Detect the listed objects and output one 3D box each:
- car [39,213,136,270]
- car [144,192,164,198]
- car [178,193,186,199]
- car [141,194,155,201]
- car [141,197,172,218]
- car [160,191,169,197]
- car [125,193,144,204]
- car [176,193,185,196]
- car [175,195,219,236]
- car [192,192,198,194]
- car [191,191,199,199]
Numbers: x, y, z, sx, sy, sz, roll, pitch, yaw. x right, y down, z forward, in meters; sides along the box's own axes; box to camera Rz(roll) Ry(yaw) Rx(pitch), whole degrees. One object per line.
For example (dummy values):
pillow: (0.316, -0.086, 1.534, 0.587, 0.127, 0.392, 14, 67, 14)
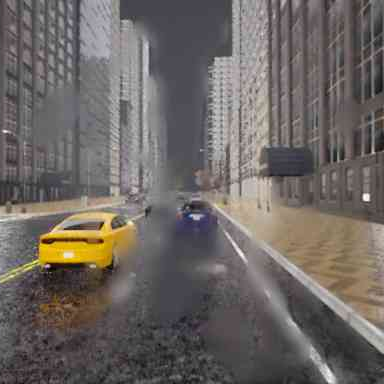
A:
car: (-3.062, 1.411, 10.763, 1.882, 1.535, 5.008, 0, 0, 0)
car: (-6.095, 1.193, 53.216, 1.812, 1.442, 4.674, 0, 0, 1)
car: (-2.526, 0.907, 81.721, 1.812, 1.442, 4.674, 0, 0, 1)
car: (-9.139, 1.095, 69.153, 2.128, 1.511, 4.902, 0, 0, 1)
car: (-2.905, 1.423, 29.051, 1.994, 1.385, 4.181, -1, 0, 0)
car: (-5.890, 0.788, 69.010, 2.150, 2.045, 5.566, 0, 0, 1)
car: (-9.345, 1.022, 53.359, 2.097, 1.767, 4.553, 0, 0, 1)
car: (-2.615, 1.138, 71.746, 1.895, 1.301, 4.718, 0, 0, 1)
car: (0.246, 1.238, 17.722, 2.097, 1.767, 4.553, 0, 0, 1)
car: (0.631, 1.067, 71.269, 2.128, 1.511, 4.902, 0, 0, 1)
car: (0.724, 0.735, 81.660, 2.097, 1.767, 4.553, 0, 0, 1)
